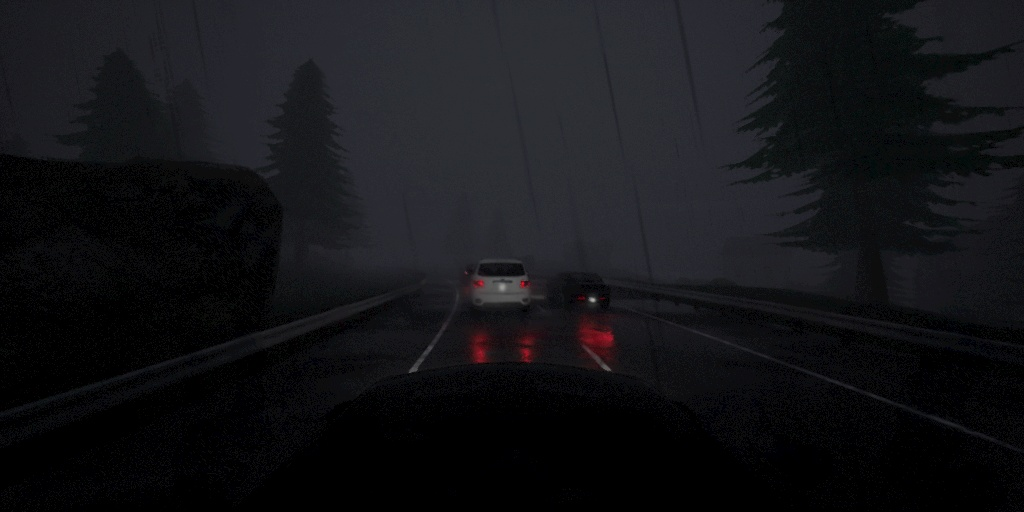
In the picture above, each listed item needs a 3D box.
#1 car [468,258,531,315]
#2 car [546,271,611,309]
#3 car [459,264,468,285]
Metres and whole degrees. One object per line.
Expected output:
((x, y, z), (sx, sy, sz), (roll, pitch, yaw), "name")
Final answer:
((-0.593, 1.118, 14.634), (2.150, 2.045, 5.566), (0, 0, -6), "car")
((2.779, 1.414, 15.872), (1.837, 1.490, 4.892), (0, 0, -6), "car")
((-3.288, 1.418, 30.443), (2.097, 1.767, 4.553), (0, -1, -14), "car")
